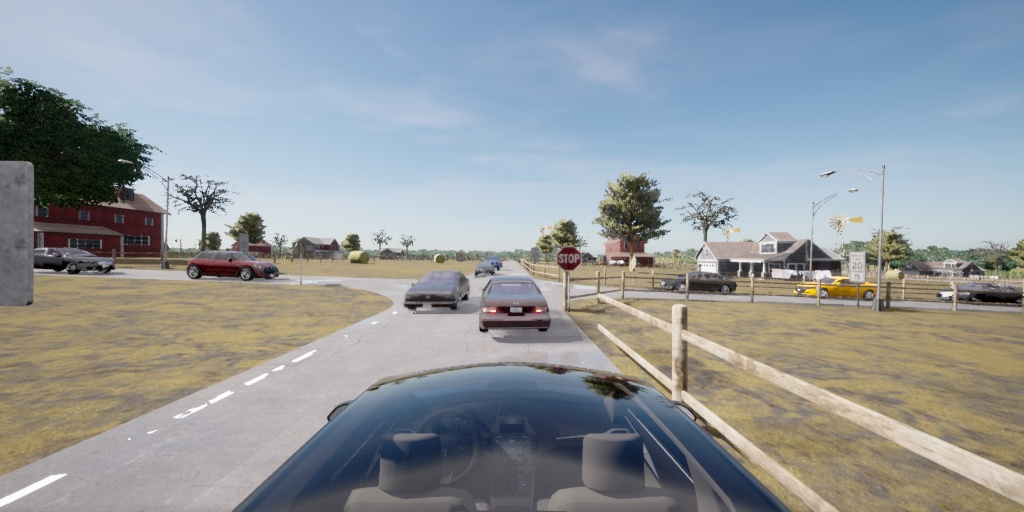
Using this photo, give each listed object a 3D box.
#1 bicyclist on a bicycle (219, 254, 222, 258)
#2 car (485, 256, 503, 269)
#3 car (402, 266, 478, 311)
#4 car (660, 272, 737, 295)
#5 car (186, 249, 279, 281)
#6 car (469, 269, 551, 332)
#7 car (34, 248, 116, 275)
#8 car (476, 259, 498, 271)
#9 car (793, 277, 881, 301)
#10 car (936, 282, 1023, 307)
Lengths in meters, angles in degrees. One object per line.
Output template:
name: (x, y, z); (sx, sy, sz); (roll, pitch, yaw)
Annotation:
bicyclist on a bicycle: (-22.612, 0.407, 27.619); (0.582, 1.620, 1.656); (2, 0, 0)
car: (-2.821, 0.997, 50.312); (2.150, 2.045, 5.566); (0, 0, 0)
car: (-2.821, 1.303, 14.702); (2.033, 1.411, 5.357); (0, 0, 1)
car: (12.708, 1.805, 24.570); (4.892, 1.490, 1.837); (2, 0, -2)
car: (-16.693, 0.513, 21.639); (4.553, 1.767, 2.097); (2, 0, 0)
car: (-0.032, 1.299, 10.844); (2.033, 1.411, 5.357); (0, 0, -3)
car: (-26.947, 0.271, 21.627); (4.902, 1.511, 2.128); (2, 0, 0)
car: (-2.843, 1.290, 38.371); (1.812, 1.442, 4.674); (0, 0, 0)
car: (22.222, 2.156, 24.628); (5.008, 1.535, 1.882); (2, 0, 0)
car: (32.266, 2.581, 24.632); (4.902, 1.511, 2.128); (2, 0, 0)
